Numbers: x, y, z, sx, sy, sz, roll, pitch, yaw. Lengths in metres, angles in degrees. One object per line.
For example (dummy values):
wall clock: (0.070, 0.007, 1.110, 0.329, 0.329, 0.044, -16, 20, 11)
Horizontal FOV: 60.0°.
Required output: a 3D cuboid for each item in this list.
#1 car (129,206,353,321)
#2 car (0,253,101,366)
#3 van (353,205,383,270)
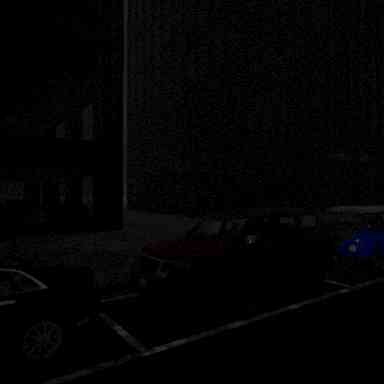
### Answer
car: (1.160, 1.315, 7.473, 5.009, 1.841, 2.192, 0, 0, -35)
car: (-3.407, 1.550, 4.216, 4.403, 1.369, 2.008, 0, 0, -35)
van: (5.726, 1.342, 10.730, 3.998, 1.788, 1.690, 0, 0, -35)
